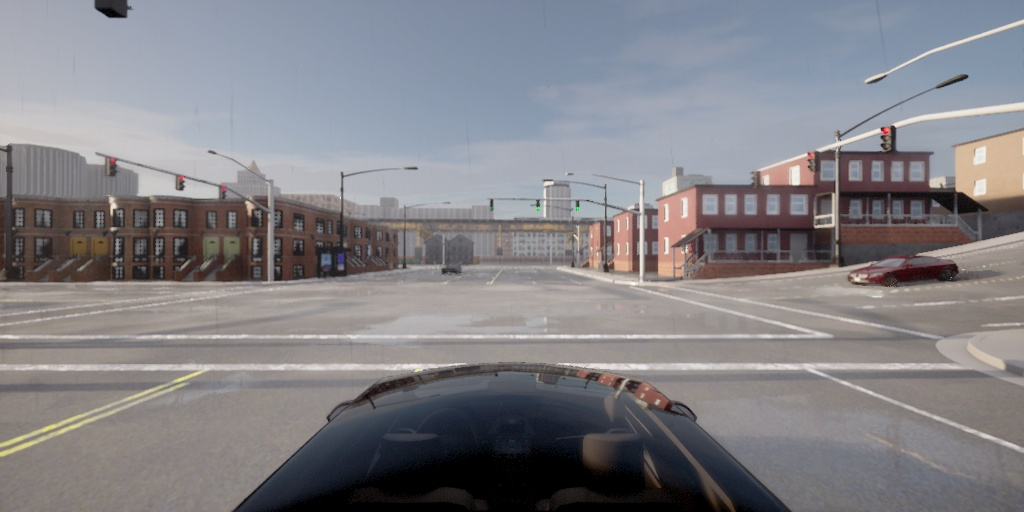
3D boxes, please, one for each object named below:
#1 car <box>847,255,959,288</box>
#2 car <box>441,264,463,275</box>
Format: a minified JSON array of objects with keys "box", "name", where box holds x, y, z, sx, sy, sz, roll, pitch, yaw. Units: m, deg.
[{"box":[20.320,0.723,18.713,4.674,1.442,1.812,-6,0,0],"name":"car"},{"box":[-7.023,1.539,41.986,1.895,1.301,4.718,0,0,0],"name":"car"}]
